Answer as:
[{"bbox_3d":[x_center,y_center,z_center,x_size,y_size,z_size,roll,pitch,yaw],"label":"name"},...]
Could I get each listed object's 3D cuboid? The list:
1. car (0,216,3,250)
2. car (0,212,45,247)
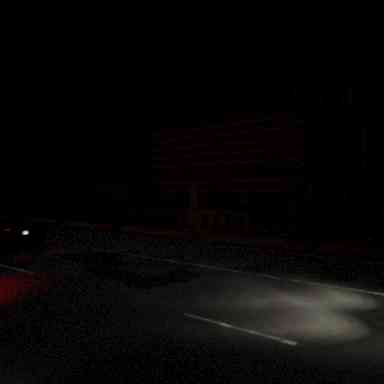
[{"bbox_3d":[-7.636,1.472,9.487,5.008,1.535,1.882,0,0,36],"label":"car"},{"bbox_3d":[-8.123,1.558,14.145,4.181,1.385,1.994,0,0,36],"label":"car"}]
